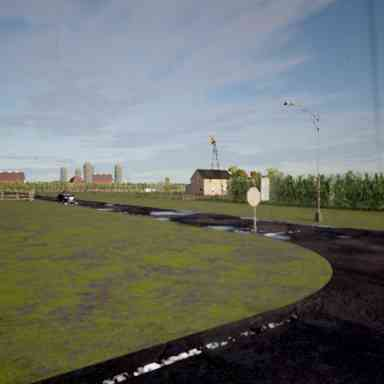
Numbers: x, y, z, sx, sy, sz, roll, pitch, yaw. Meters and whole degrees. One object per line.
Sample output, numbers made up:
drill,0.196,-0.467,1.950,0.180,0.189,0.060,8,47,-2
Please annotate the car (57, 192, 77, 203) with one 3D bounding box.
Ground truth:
car,-18.781,0.754,49.866,2.128,1.511,4.902,-1,1,-36
